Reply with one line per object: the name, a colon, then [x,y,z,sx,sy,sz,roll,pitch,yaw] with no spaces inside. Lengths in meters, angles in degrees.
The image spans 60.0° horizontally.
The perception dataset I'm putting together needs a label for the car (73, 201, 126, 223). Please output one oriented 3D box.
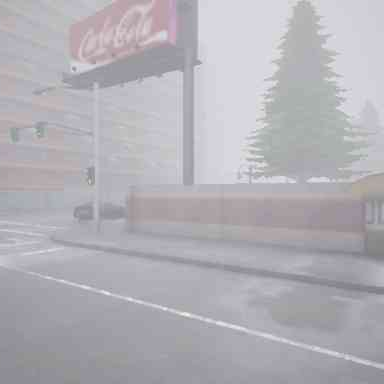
car: [-6.433,1.437,24.828,2.128,1.511,4.902,0,0,35]
